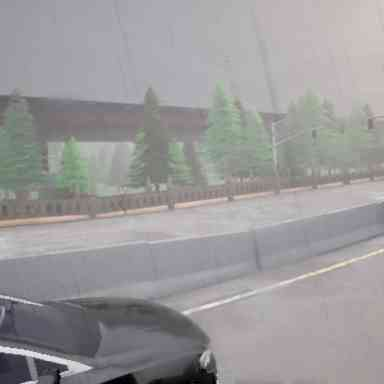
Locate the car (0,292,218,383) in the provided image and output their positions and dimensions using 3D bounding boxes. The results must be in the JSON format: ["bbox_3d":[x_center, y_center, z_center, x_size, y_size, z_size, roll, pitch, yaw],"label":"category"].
[{"bbox_3d":[-1.992,1.498,2.327,4.902,1.511,2.128,-1,1,-36],"label":"car"}]
